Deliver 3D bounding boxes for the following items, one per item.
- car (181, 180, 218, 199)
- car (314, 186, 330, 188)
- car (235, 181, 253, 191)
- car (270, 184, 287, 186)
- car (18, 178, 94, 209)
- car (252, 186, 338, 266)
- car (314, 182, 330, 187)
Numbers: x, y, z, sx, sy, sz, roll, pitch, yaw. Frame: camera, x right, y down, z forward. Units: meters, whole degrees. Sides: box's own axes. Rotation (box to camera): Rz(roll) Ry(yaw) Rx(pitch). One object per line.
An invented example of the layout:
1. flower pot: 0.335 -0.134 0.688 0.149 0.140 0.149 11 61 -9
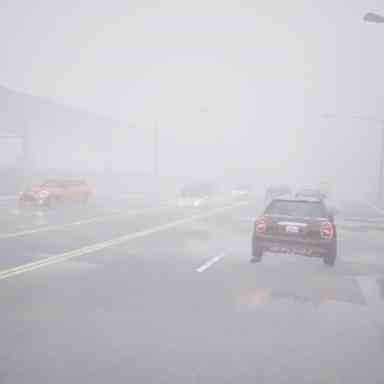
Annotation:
1. car: 0.548 -0.247 31.708 1.837 1.490 4.892 3 3 22
2. car: 9.140 0.455 25.669 1.895 1.301 4.718 3 4 27
3. car: 7.633 -0.932 48.737 2.128 1.511 4.902 3 3 22
4. car: 8.356 -0.038 31.940 1.882 1.535 5.008 3 4 23
5. car: -8.028 -0.030 19.997 2.097 1.767 4.553 3 3 22
6. car: 3.308 0.868 10.260 2.097 1.767 4.553 3 3 22
7. car: 17.609 -0.595 45.154 2.097 1.767 4.553 3 3 22
